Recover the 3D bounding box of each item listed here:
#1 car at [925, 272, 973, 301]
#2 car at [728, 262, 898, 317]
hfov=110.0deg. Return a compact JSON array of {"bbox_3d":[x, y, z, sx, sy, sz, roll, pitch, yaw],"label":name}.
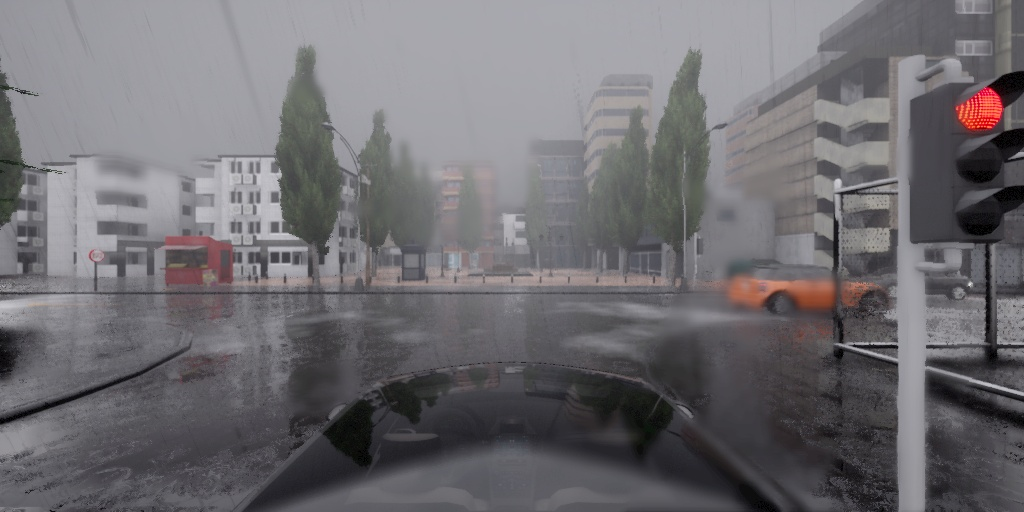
[{"bbox_3d":[18.429,1.250,16.828,4.892,1.490,1.837,0,0,0],"label":"car"},{"bbox_3d":[10.343,1.098,12.619,4.553,1.767,2.097,0,0,0],"label":"car"}]
